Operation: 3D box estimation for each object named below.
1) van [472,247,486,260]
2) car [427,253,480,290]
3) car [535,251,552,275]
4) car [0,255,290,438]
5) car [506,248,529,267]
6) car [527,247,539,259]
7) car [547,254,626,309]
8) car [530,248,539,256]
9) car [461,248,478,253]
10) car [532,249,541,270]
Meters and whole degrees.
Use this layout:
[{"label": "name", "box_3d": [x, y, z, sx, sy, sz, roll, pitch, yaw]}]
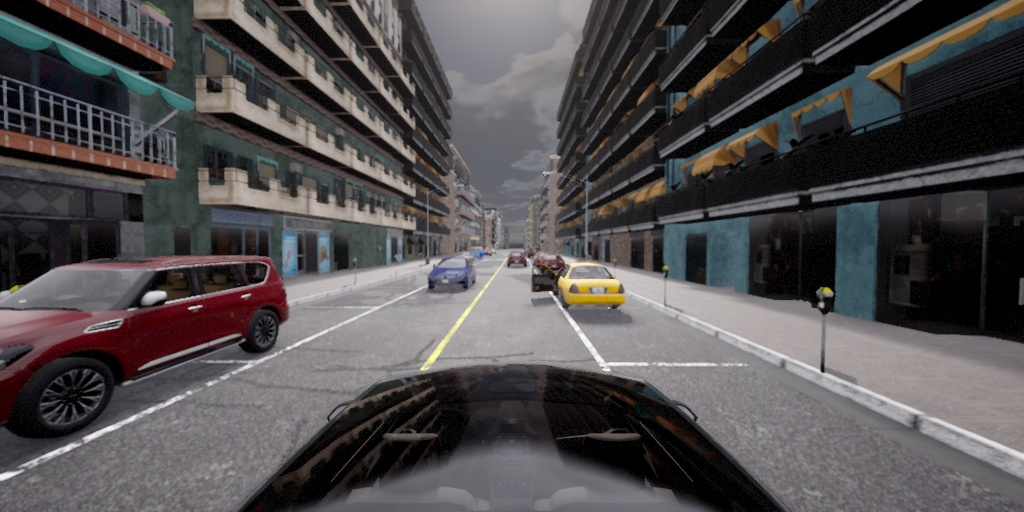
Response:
[{"label": "van", "box_3d": [-5.013, -0.368, 50.766, 1.690, 1.789, 3.998, 0, 0, 1]}, {"label": "car", "box_3d": [-2.877, 0.783, 17.954, 1.812, 1.442, 4.674, 0, 2, 1]}, {"label": "car", "box_3d": [3.052, 0.509, 27.993, 1.888, 1.381, 4.507, 0, 0, 1]}, {"label": "car", "box_3d": [-5.642, 0.944, 5.496, 2.192, 1.841, 5.009, 0, 0, 1]}, {"label": "car", "box_3d": [0.508, 0.266, 35.408, 1.812, 1.442, 4.674, 0, 2, 1]}, {"label": "car", "box_3d": [3.445, -0.541, 56.284, 2.192, 1.841, 5.009, 0, 0, 1]}, {"label": "car", "box_3d": [2.503, 0.872, 12.813, 1.801, 1.575, 5.366, 0, 2, 1]}, {"label": "car", "box_3d": [3.212, 0.154, 39.480, 1.751, 1.417, 4.829, 0, 0, 1]}, {"label": "car", "box_3d": [-5.172, 0.142, 39.279, 1.751, 1.417, 4.829, 0, 0, 1]}, {"label": "car", "box_3d": [3.131, 0.340, 33.655, 1.888, 1.381, 4.507, 0, 0, 1]}]
